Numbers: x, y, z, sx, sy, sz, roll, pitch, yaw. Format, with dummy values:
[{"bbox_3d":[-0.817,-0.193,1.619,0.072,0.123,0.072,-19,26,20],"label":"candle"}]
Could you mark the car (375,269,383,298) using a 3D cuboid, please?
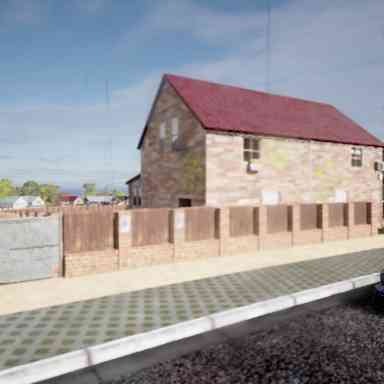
[{"bbox_3d":[6.161,1.512,6.967,5.357,1.411,2.033,0,0,-31],"label":"car"}]
